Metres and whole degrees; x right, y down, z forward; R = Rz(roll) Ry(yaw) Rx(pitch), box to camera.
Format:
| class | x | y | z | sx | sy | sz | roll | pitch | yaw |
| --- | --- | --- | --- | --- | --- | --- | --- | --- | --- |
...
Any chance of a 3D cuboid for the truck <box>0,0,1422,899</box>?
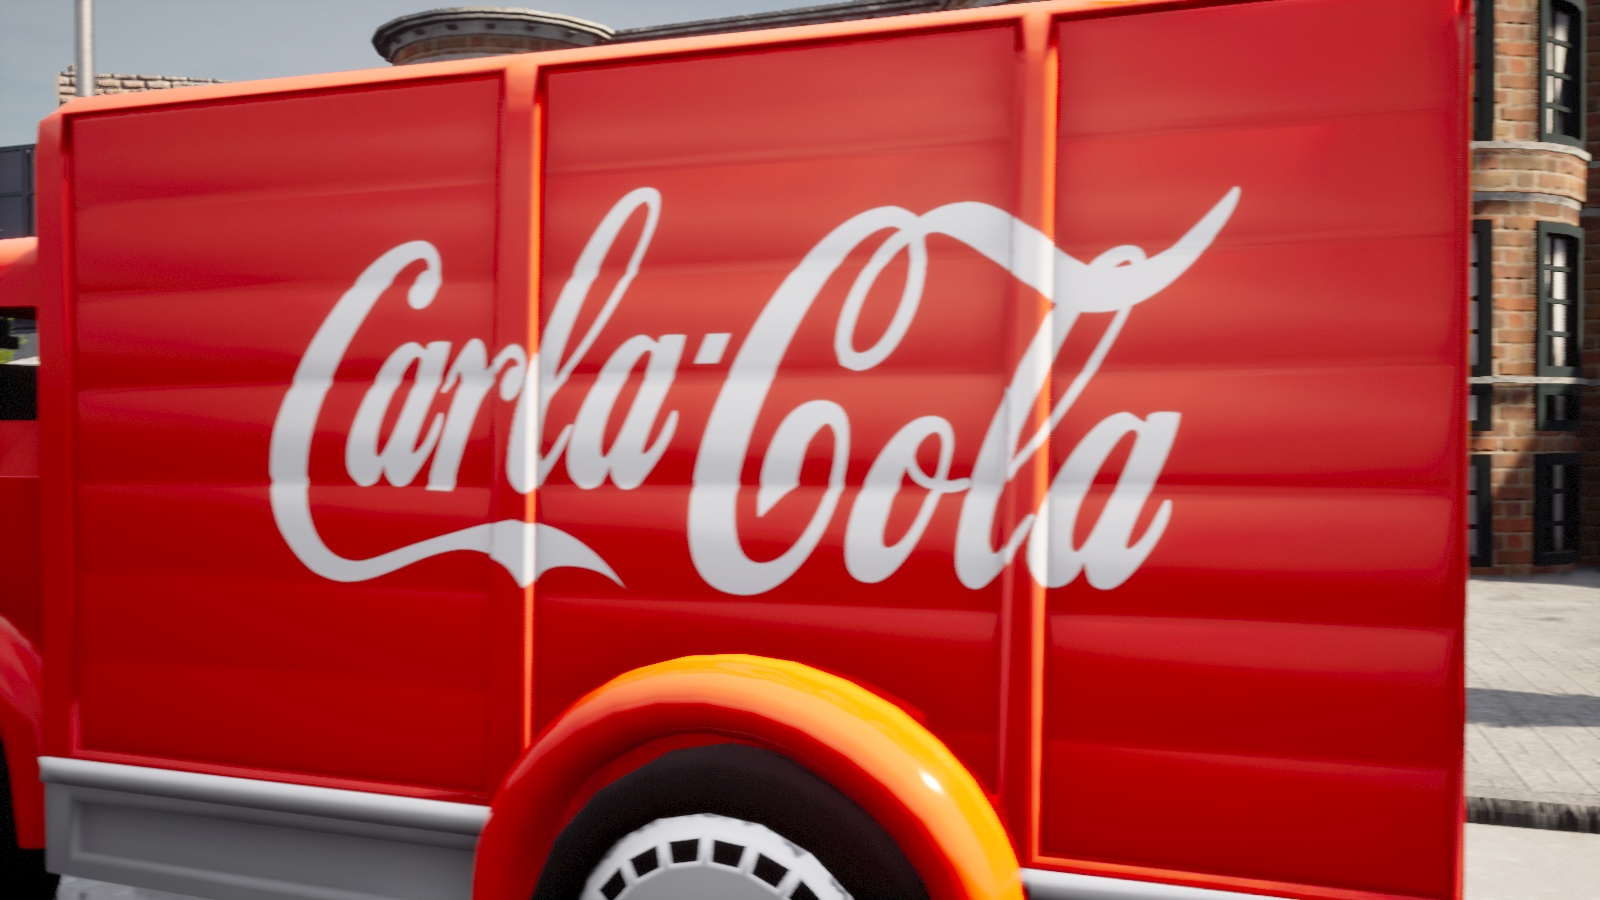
| class | x | y | z | sx | sy | sz | roll | pitch | yaw |
| --- | --- | --- | --- | --- | --- | --- | --- | --- | --- |
| truck | -1.070 | 0.271 | 4.072 | 5.204 | 2.467 | 2.627 | 1 | 1 | 19 |
